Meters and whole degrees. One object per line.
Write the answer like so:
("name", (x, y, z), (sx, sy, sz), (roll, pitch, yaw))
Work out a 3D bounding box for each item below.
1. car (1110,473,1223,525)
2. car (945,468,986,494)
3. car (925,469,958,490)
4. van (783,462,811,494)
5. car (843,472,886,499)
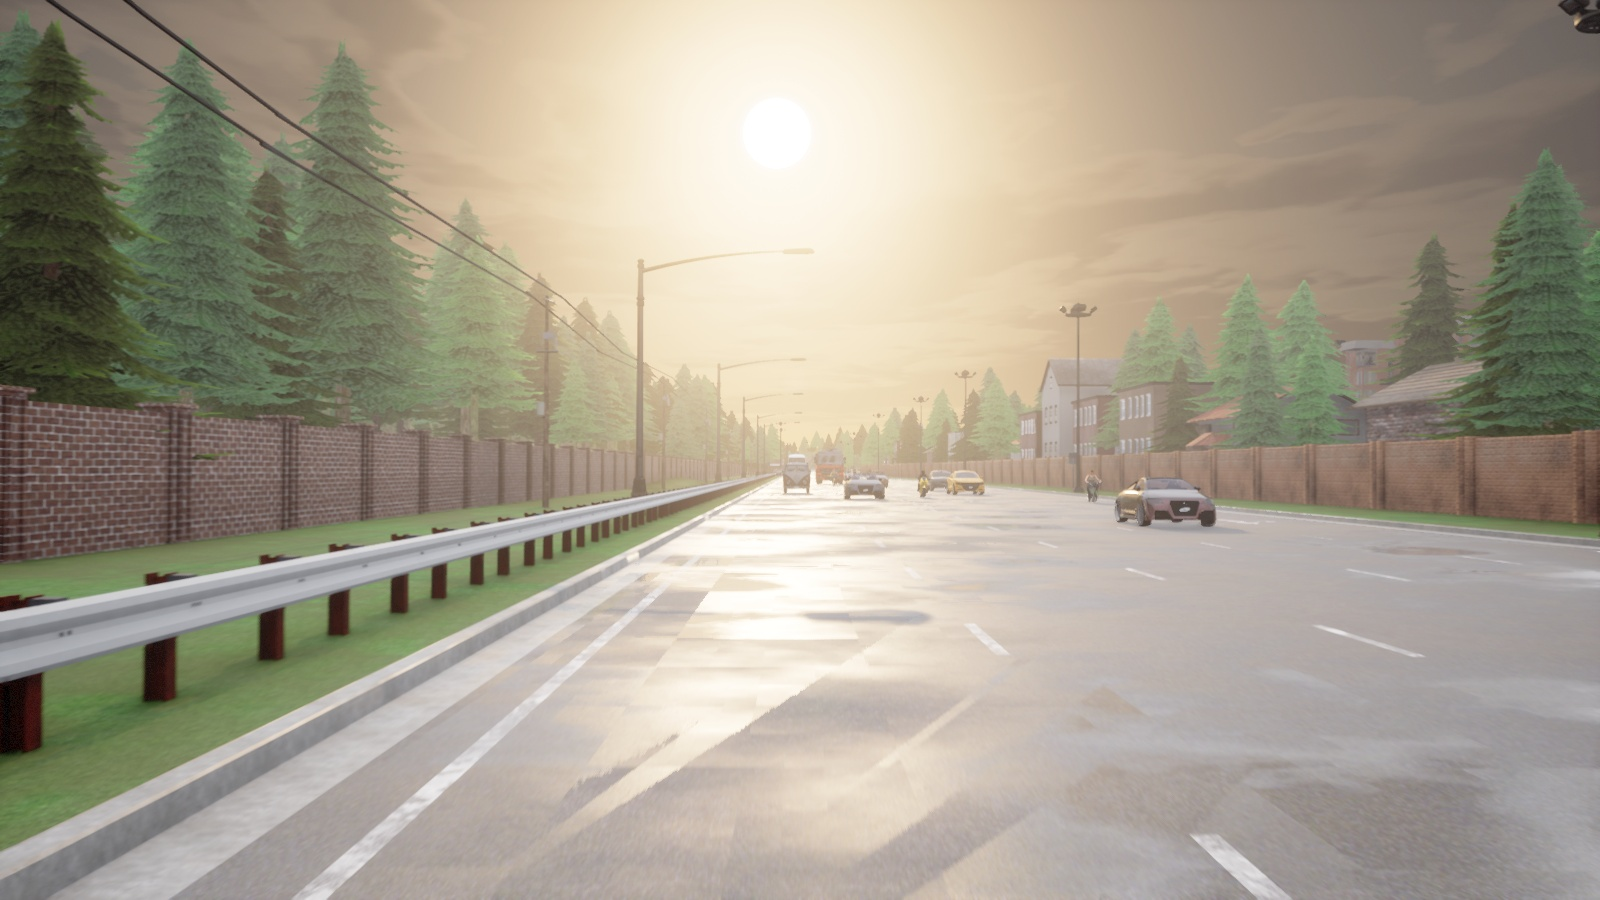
("car", (10.413, 1.368, 35.996), (1.994, 1.385, 4.181), (0, -1, 0))
("car", (10.309, 1.911, 78.360), (1.882, 1.535, 5.008), (0, -1, 0))
("car", (10.278, 2.132, 91.421), (1.837, 1.490, 4.892), (0, -1, 0))
("van", (-0.198, 1.766, 80.896), (1.775, 1.987, 4.442), (0, -1, 0))
("car", (3.340, 1.839, 65.820), (1.994, 1.385, 4.181), (0, -1, 0))
